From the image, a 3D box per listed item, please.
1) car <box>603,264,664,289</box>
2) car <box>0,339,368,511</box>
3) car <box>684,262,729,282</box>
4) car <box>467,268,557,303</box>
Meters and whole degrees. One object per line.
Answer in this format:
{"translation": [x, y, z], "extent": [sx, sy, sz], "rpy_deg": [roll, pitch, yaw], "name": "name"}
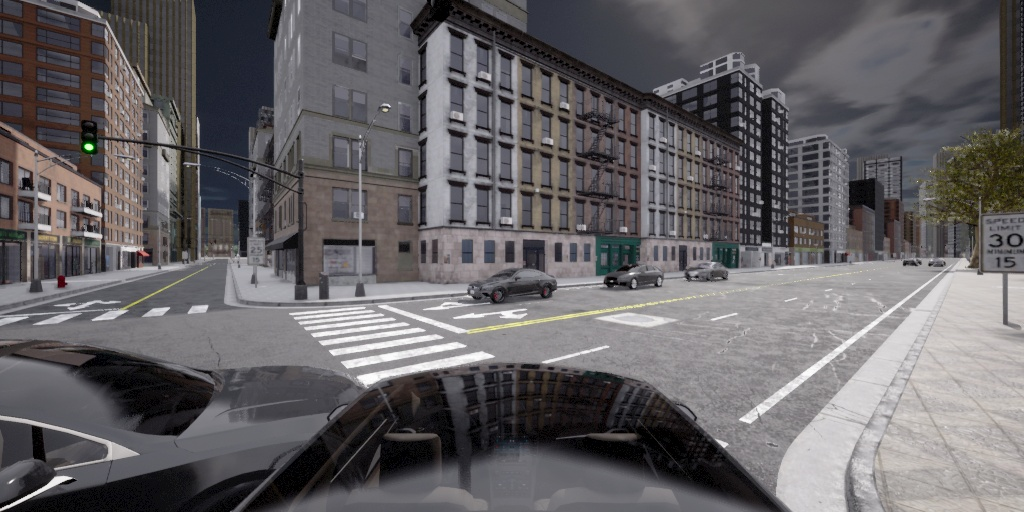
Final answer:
{"translation": [7.876, 1.260, 22.995], "extent": [4.892, 1.490, 1.837], "rpy_deg": [0, 0, -38], "name": "car"}
{"translation": [-3.206, 1.257, 1.906], "extent": [4.892, 1.490, 1.837], "rpy_deg": [0, 0, -34], "name": "car"}
{"translation": [15.998, 1.239, 29.425], "extent": [4.902, 1.511, 2.128], "rpy_deg": [0, 0, -38], "name": "car"}
{"translation": [0.124, 1.288, 16.846], "extent": [4.674, 1.442, 1.812], "rpy_deg": [0, 0, -38], "name": "car"}
